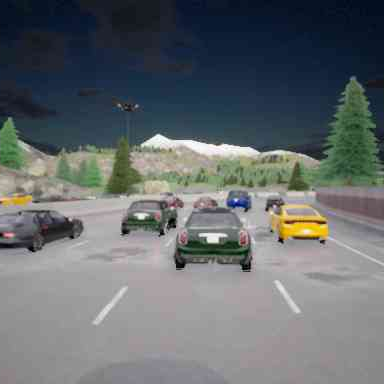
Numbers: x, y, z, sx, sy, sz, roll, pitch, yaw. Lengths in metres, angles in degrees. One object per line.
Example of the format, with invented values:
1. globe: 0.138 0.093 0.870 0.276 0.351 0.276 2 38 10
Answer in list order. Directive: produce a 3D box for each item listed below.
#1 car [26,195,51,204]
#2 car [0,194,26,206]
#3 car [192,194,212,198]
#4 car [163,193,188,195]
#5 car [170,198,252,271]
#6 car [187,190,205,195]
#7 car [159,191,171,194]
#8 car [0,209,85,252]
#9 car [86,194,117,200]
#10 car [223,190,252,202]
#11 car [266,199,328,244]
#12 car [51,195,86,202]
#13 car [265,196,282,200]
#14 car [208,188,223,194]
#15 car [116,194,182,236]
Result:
1. car: -18.294 1.034 42.965 2.033 1.411 5.357 0 1 16
2. car: -22.215 0.965 41.741 1.882 1.535 5.008 0 1 15
3. car: 1.514 1.198 34.953 1.994 1.385 4.181 0 1 15
4. car: -2.152 1.149 34.854 1.812 1.442 4.674 0 1 15
5. car: 0.725 1.239 10.782 2.097 1.767 4.553 0 1 5
6. car: 1.352 0.513 79.220 2.097 1.767 4.553 1 1 30
7. car: -6.411 0.603 79.830 2.128 1.511 4.902 1 1 30
8. car: -6.140 1.388 13.071 2.033 1.411 5.357 0 1 6
9. car: -10.994 1.002 42.797 2.128 1.511 4.902 0 1 17
10. car: 4.854 0.875 34.072 2.150 2.045 5.566 0 1 15
11. car: 4.698 1.330 15.221 1.882 1.535 5.008 0 1 7
12. car: -14.998 1.112 41.663 1.895 1.301 4.718 0 1 16
13. car: 8.870 1.158 35.360 1.837 1.490 4.892 0 1 16
14. car: 5.827 0.089 79.821 2.150 2.045 5.566 1 1 32
15. car: -2.050 1.160 17.377 2.097 1.767 4.553 0 1 7
